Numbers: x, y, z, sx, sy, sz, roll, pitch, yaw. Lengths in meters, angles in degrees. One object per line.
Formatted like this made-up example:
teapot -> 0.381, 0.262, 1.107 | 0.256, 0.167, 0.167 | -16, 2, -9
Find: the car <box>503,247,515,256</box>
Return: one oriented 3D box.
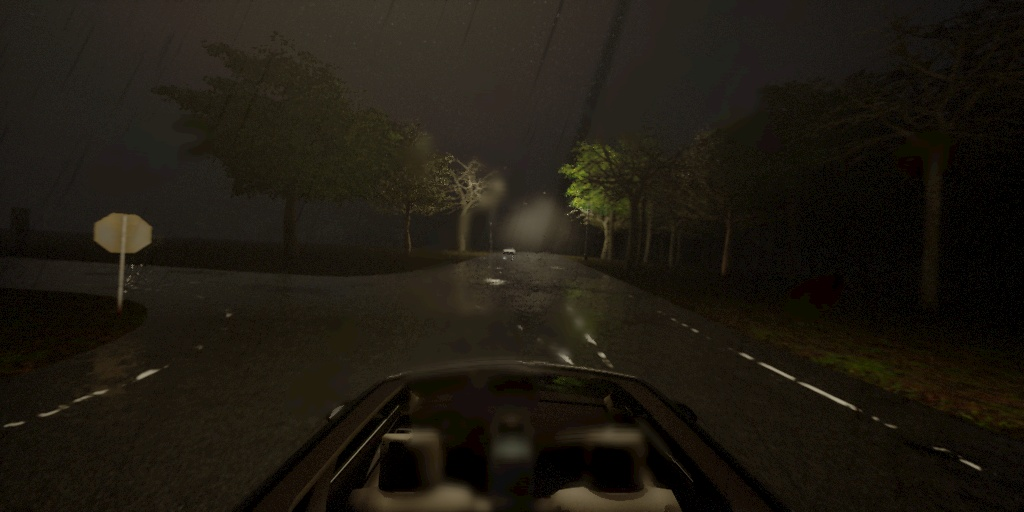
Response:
car -> -0.432, -0.772, 60.663 | 1.895, 1.301, 4.718 | 4, 2, 3
